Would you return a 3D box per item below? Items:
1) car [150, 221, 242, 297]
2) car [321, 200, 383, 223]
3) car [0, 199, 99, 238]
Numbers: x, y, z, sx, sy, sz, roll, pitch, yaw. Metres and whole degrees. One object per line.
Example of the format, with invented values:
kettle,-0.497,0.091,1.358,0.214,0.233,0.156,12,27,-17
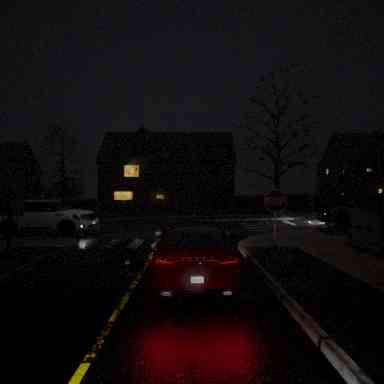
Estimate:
car,0.038,1.478,8.644,1.882,1.535,5.008,0,0,-1
car,10.798,1.241,21.977,4.181,1.385,1.994,-1,1,1
car,-8.087,1.393,18.495,5.566,2.045,2.150,-1,1,8
